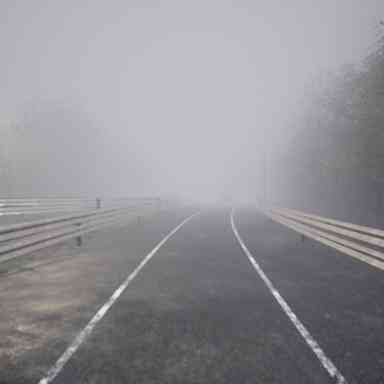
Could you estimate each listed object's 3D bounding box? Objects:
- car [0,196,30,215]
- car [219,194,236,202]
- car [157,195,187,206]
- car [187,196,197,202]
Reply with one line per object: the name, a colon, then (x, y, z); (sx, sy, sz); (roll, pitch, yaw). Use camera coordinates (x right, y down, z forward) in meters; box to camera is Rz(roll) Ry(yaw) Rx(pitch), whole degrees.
car: (-14.027, 0.973, 23.907); (1.882, 1.535, 5.008); (0, -1, 22)
car: (8.244, 1.458, 80.037); (2.150, 2.045, 5.566); (0, -1, 21)
car: (-3.013, 1.241, 51.425); (2.097, 1.767, 4.553); (1, 0, 22)
car: (-0.466, 1.657, 77.019); (1.812, 1.442, 4.674); (0, -1, 21)
